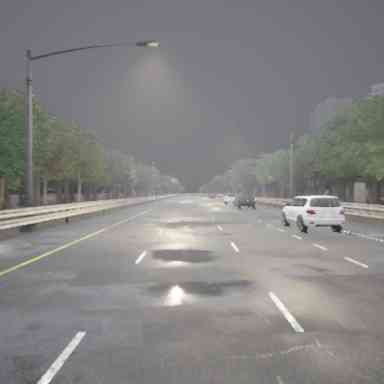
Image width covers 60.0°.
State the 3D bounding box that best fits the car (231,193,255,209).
[{"bbox_3d":[6.993,1.232,44.413,2.150,2.045,5.566,0,0,0],"label":"car"}]

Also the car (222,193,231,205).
[{"bbox_3d":[6.996,1.249,61.423,2.150,2.045,5.566,0,0,0],"label":"car"}]

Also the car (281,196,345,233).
[{"bbox_3d":[6.998,1.226,19.758,2.150,2.045,5.566,0,0,0],"label":"car"}]
